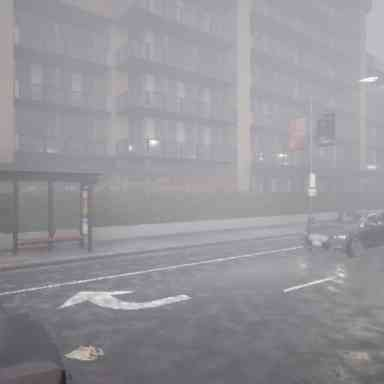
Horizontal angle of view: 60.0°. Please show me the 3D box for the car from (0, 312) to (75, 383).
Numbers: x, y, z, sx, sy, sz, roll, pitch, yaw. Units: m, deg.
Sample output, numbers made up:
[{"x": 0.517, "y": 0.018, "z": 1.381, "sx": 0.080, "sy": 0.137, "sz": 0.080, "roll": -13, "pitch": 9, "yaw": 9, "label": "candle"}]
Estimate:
[{"x": -3.346, "y": 1.547, "z": 1.591, "sx": 5.357, "sy": 1.411, "sz": 2.033, "roll": 0, "pitch": 0, "yaw": -36, "label": "car"}]

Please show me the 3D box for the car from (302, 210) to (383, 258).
[{"x": 6.268, "y": 1.491, "z": 12.860, "sx": 4.902, "sy": 1.511, "sz": 2.128, "roll": 0, "pitch": 0, "yaw": -36, "label": "car"}]
